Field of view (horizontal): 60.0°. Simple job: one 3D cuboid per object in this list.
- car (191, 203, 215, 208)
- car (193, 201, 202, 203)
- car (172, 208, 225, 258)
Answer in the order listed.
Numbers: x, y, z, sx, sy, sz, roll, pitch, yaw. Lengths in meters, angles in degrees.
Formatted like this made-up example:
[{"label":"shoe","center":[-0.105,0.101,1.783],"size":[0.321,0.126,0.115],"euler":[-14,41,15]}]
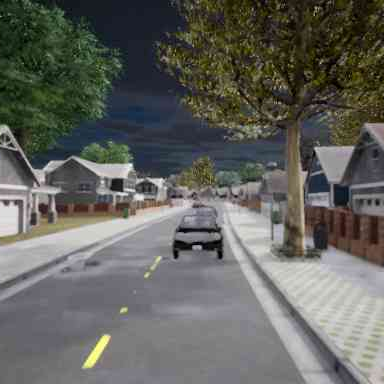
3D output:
[{"label":"car","center":[1.213,1.854,27.352],"size":[2.033,1.411,5.357],"euler":[0,-1,5]},{"label":"car","center":[0.987,2.245,56.547],"size":[2.033,1.411,5.357],"euler":[0,-1,5]},{"label":"car","center":[0.301,1.641,13.411],"size":[2.128,1.511,4.902],"euler":[0,0,3]}]
